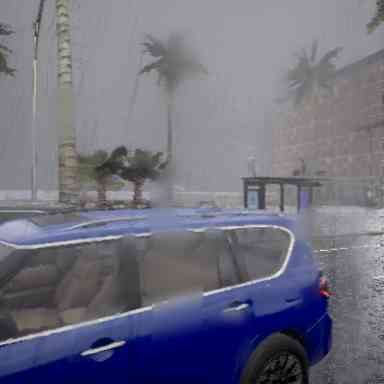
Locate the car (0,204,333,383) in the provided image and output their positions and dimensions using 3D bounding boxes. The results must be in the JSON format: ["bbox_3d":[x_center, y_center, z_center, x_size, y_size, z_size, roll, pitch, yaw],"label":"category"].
[{"bbox_3d":[-1.054,1.205,3.064,5.566,2.045,2.150,0,0,-34],"label":"car"}]

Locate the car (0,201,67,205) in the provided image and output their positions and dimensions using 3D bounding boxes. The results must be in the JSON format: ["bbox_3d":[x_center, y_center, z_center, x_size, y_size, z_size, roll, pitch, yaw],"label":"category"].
[{"bbox_3d":[-4.346,1.177,5.015,5.566,2.045,2.150,0,0,-35],"label":"car"}]
